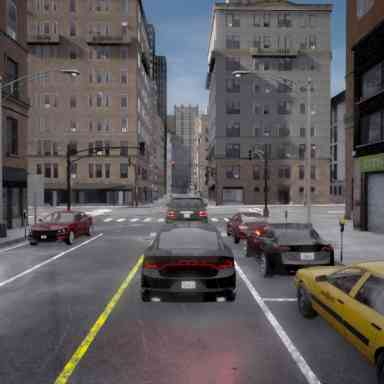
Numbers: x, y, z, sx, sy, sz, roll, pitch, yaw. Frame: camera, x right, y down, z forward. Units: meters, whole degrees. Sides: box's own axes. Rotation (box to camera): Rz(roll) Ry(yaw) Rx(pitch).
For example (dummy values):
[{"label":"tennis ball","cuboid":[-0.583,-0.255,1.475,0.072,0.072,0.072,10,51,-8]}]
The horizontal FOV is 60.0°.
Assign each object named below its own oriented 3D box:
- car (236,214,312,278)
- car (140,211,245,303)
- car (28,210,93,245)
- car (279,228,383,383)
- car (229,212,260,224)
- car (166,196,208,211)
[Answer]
[{"label":"car","cuboid":[2.715,1.563,9.997,1.947,1.339,4.313,-1,0,-1]},{"label":"car","cuboid":[-0.083,1.475,8.304,1.882,1.535,5.008,0,0,-1]},{"label":"car","cuboid":[-5.919,1.539,15.442,1.887,1.381,4.507,-1,0,-1]},{"label":"car","cuboid":[2.801,1.524,4.581,1.752,1.417,4.829,-1,0,-1]},{"label":"car","cuboid":[2.625,1.576,15.582,1.802,1.307,4.206,-1,0,-1]},{"label":"car","cuboid":[-0.291,1.215,18.434,2.150,2.045,5.566,0,0,-1]}]
